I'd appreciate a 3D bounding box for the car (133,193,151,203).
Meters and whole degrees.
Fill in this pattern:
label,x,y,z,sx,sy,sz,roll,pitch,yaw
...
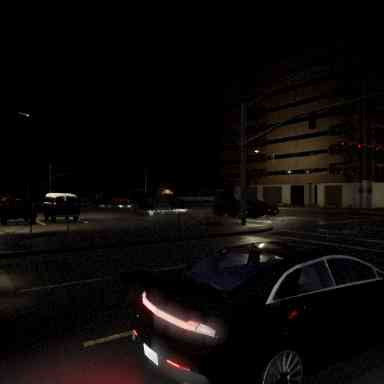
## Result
label,x,y,z,sx,sy,sz,roll,pitch,yaw
car,-10.459,1.277,69.482,2.150,2.045,5.566,0,0,-34

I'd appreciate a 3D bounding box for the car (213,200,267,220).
label,x,y,z,sx,sy,sz,roll,pitch,yaw
car,3.896,1.533,29.482,1.882,1.535,5.008,0,0,-34

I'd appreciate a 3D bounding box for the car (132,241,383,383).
label,x,y,z,sx,sy,sz,roll,pitch,yaw
car,1.573,1.492,4.865,4.902,1.511,2.128,0,0,-34

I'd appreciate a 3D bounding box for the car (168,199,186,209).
label,x,y,z,sx,sy,sz,roll,pitch,yaw
car,-2.635,1.620,45.280,1.994,1.385,4.181,0,0,-34

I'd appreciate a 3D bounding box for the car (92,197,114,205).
label,x,y,z,sx,sy,sz,roll,pitch,yaw
car,-16.210,1.602,59.129,2.033,1.411,5.357,0,0,-34

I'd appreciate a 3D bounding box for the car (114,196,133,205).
label,x,y,z,sx,sy,sz,roll,pitch,yaw
car,-13.149,1.535,60.846,1.882,1.535,5.008,0,0,-34

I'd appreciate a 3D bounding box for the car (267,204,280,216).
label,x,y,z,sx,sy,sz,roll,pitch,yaw
car,6.252,1.559,32.252,1.837,1.490,4.892,0,0,-34

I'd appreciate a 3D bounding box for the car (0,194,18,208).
label,x,y,z,sx,sy,sz,roll,pitch,yaw
car,-31.448,1.209,56.535,1.932,1.855,4.605,0,0,-34

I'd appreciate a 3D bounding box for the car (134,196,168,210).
label,x,y,z,sx,sy,sz,roll,pitch,yaw
car,-5.409,1.581,43.136,1.812,1.442,4.674,0,0,-34
